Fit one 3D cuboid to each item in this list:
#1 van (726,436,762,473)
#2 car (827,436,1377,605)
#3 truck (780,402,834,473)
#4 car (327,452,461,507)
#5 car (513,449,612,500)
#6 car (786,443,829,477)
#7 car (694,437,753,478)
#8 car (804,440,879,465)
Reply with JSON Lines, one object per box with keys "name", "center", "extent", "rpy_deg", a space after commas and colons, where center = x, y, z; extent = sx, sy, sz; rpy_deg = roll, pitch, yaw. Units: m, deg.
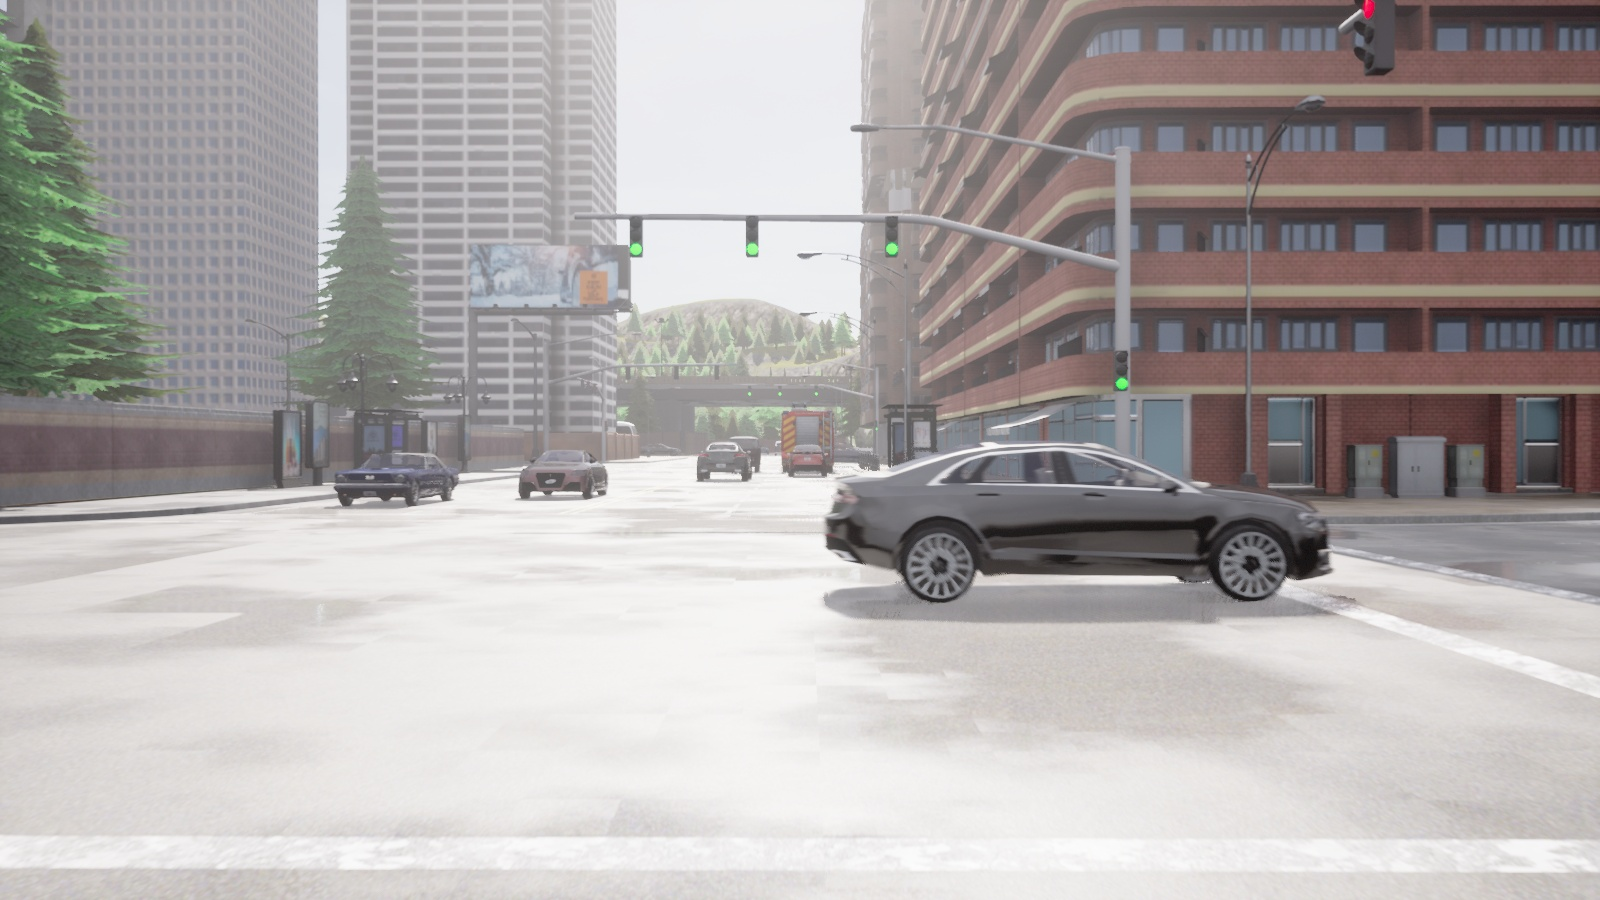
{"name": "van", "center": [-3.090, 0.218, 69.626], "extent": [1.775, 1.987, 4.442], "rpy_deg": [0, 0, 0]}
{"name": "car", "center": [2.746, 0.627, 12.380], "extent": [4.902, 1.511, 2.128], "rpy_deg": [0, 0, 0]}
{"name": "truck", "center": [0.423, -0.705, 71.673], "extent": [2.891, 3.827, 8.468], "rpy_deg": [0, 0, 0]}
{"name": "car", "center": [-10.302, 0.709, 32.276], "extent": [1.895, 1.301, 4.718], "rpy_deg": [0, 0, 0]}
{"name": "car", "center": [-6.773, 0.660, 36.189], "extent": [1.994, 1.385, 4.181], "rpy_deg": [0, 0, 1]}
{"name": "car", "center": [0.355, 0.453, 60.004], "extent": [2.007, 1.525, 4.514], "rpy_deg": [0, 0, 0]}
{"name": "car", "center": [-3.183, 0.309, 53.247], "extent": [2.152, 1.651, 5.027], "rpy_deg": [0, 0, 0]}
{"name": "car", "center": [2.805, 0.184, 85.356], "extent": [5.027, 1.651, 2.152], "rpy_deg": [0, 0, 1]}
